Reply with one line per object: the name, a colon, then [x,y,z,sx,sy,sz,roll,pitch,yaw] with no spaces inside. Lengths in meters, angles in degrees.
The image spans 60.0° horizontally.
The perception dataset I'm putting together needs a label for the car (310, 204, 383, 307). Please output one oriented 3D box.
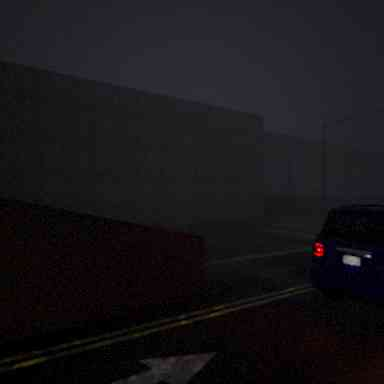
car: [4.914,1.301,7.251,5.566,2.045,2.150,1,0,-36]
